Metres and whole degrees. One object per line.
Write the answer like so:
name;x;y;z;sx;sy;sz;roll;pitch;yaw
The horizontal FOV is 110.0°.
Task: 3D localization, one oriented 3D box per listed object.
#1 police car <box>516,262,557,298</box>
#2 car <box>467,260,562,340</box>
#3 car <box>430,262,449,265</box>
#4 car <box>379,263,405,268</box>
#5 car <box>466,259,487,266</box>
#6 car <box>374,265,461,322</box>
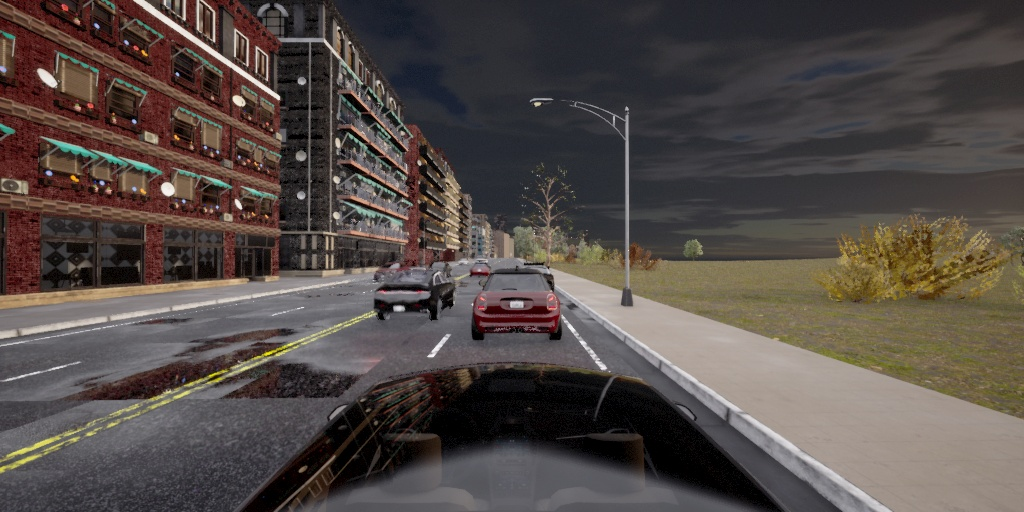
police car;1.178;1.177;19.604;1.930;1.638;5.238;0;0;0
car;0.114;1.103;10.109;2.097;1.767;4.553;0;0;0
car;-6.531;1.257;31.971;1.837;1.490;4.892;0;0;0
car;-9.786;1.278;29.609;1.812;1.442;4.674;0;0;0
car;-3.070;1.316;35.987;1.994;1.385;4.181;0;0;0
car;-3.127;1.242;12.376;2.128;1.511;4.902;0;0;0
